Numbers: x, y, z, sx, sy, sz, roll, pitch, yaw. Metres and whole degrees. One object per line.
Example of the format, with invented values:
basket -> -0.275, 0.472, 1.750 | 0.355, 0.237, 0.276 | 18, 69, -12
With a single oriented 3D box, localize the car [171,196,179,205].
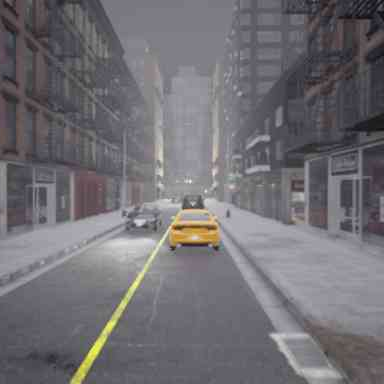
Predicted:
car -> -2.793, 1.488, 61.019 | 2.128, 1.511, 4.902 | 0, 0, 1

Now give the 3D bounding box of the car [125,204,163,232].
car -> -2.850, 1.510, 20.503 | 2.128, 1.511, 4.902 | 0, 0, 0

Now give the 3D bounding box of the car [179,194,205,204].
car -> 0.100, 1.246, 33.218 | 2.150, 2.045, 5.566 | 0, 0, 0

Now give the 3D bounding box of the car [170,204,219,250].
car -> 0.099, 1.491, 14.456 | 1.882, 1.535, 5.008 | 0, 0, 0
